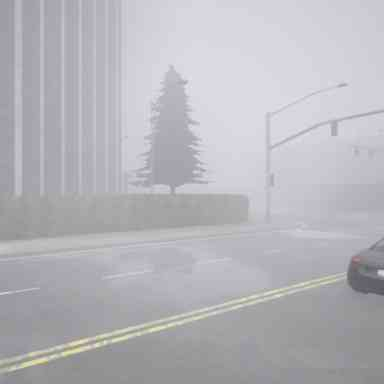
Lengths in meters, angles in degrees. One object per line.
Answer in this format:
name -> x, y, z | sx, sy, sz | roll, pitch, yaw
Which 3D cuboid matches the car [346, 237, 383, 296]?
car -> 5.423, 1.562, 7.617 | 4.181, 1.385, 1.994 | 0, 0, -35
